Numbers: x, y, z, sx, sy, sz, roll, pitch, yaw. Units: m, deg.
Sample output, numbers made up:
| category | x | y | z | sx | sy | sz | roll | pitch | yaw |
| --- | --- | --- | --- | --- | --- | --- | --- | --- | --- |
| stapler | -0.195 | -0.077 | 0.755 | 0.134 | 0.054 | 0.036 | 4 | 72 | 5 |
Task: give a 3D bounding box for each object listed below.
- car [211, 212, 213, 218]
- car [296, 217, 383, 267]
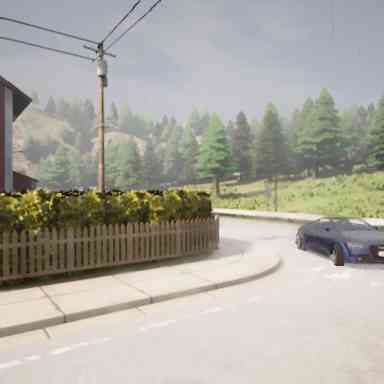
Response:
| category | x | y | z | sx | sy | sz | roll | pitch | yaw |
| --- | --- | --- | --- | --- | --- | --- | --- | --- | --- |
| car | -0.469 | 1.474 | 22.555 | 2.128 | 1.511 | 4.902 | 0 | 0 | -35 |
| car | 5.175 | 1.550 | 11.297 | 1.994 | 1.385 | 4.181 | 0 | 0 | -6 |
